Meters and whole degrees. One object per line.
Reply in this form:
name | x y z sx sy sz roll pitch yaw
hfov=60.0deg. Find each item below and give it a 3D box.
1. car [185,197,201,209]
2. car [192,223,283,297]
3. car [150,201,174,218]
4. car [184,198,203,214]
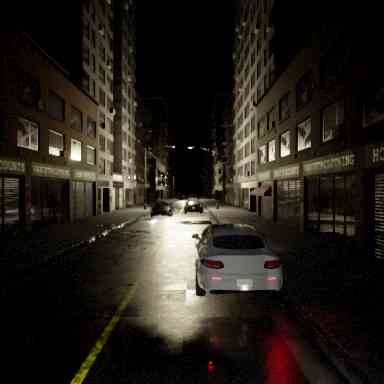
car | 0.151 1.523 45.708 2.128 1.511 4.902 0 0 0
car | 0.988 1.527 8.491 1.812 1.442 4.674 0 0 0
car | -2.657 1.559 30.345 2.033 1.411 5.357 0 0 0
car | 0.171 1.582 35.738 1.994 1.385 4.181 0 0 1
